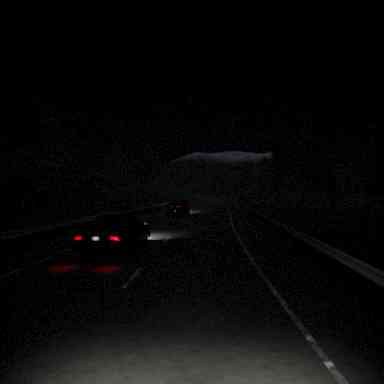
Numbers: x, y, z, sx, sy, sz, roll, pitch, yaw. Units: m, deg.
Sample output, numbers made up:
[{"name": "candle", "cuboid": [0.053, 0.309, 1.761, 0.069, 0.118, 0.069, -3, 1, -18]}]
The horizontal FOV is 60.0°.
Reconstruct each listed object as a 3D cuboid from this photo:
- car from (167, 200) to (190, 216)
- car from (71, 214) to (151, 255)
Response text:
[{"name": "car", "cuboid": [-1.303, 1.573, 33.474, 2.128, 1.511, 4.902, 0, 0, 6]}, {"name": "car", "cuboid": [-2.999, 1.578, 13.356, 2.033, 1.411, 5.357, 0, 0, 3]}]
